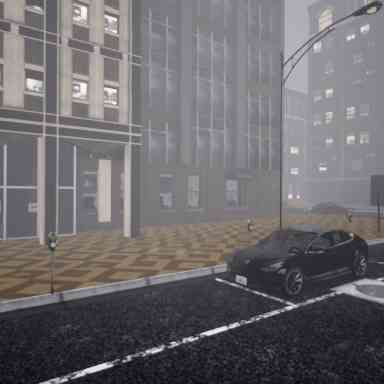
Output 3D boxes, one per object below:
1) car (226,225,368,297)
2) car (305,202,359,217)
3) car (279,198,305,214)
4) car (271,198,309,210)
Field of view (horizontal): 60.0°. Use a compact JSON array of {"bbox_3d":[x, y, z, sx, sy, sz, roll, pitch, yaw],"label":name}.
[{"bbox_3d":[2.861,1.571,8.603,4.313,1.339,1.947,0,0,-36],"label":"car"},{"bbox_3d":[12.930,1.550,30.269,1.802,1.307,4.206,1,0,-36],"label":"car"},{"bbox_3d":[9.727,1.483,34.731,1.752,1.417,4.829,1,0,-36],"label":"car"},{"bbox_3d":[13.033,1.520,44.495,1.752,1.417,4.829,0,0,-36],"label":"car"}]
